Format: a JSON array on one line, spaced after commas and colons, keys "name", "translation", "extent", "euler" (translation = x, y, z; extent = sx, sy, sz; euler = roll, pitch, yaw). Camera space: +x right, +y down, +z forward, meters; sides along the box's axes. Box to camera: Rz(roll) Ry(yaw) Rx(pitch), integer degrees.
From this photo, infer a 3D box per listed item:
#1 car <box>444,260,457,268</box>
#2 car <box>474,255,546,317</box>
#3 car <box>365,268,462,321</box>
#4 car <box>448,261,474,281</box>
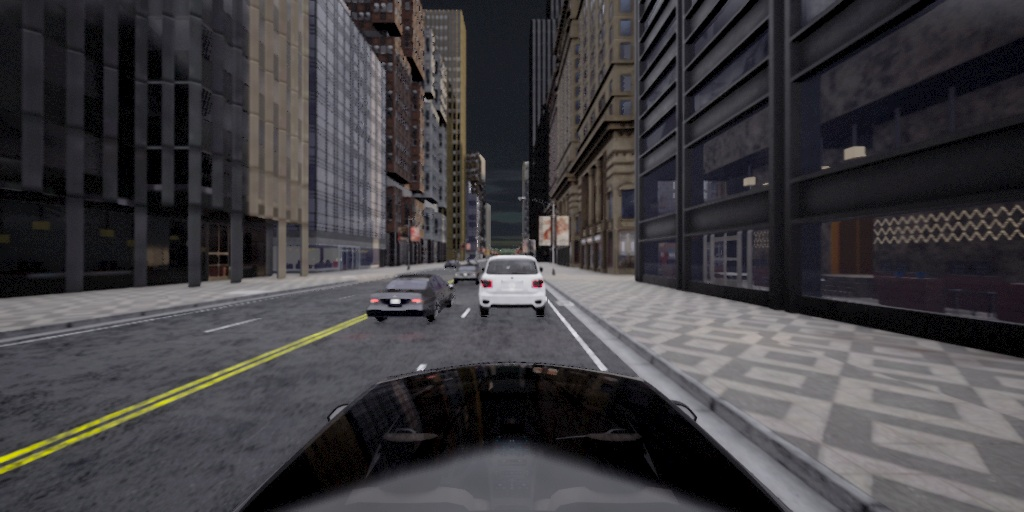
[{"name": "car", "translation": [-9.815, 1.405, 58.978], "extent": [2.033, 1.411, 5.357], "euler": [0, 0, 1]}, {"name": "car", "translation": [0.026, 0.995, 13.492], "extent": [2.150, 2.045, 5.566], "euler": [0, 0, 0]}, {"name": "car", "translation": [-3.232, 1.317, 12.468], "extent": [2.033, 1.411, 5.357], "euler": [0, 0, 0]}, {"name": "car", "translation": [-3.237, 1.343, 27.434], "extent": [2.033, 1.411, 5.357], "euler": [0, 0, 0]}]
